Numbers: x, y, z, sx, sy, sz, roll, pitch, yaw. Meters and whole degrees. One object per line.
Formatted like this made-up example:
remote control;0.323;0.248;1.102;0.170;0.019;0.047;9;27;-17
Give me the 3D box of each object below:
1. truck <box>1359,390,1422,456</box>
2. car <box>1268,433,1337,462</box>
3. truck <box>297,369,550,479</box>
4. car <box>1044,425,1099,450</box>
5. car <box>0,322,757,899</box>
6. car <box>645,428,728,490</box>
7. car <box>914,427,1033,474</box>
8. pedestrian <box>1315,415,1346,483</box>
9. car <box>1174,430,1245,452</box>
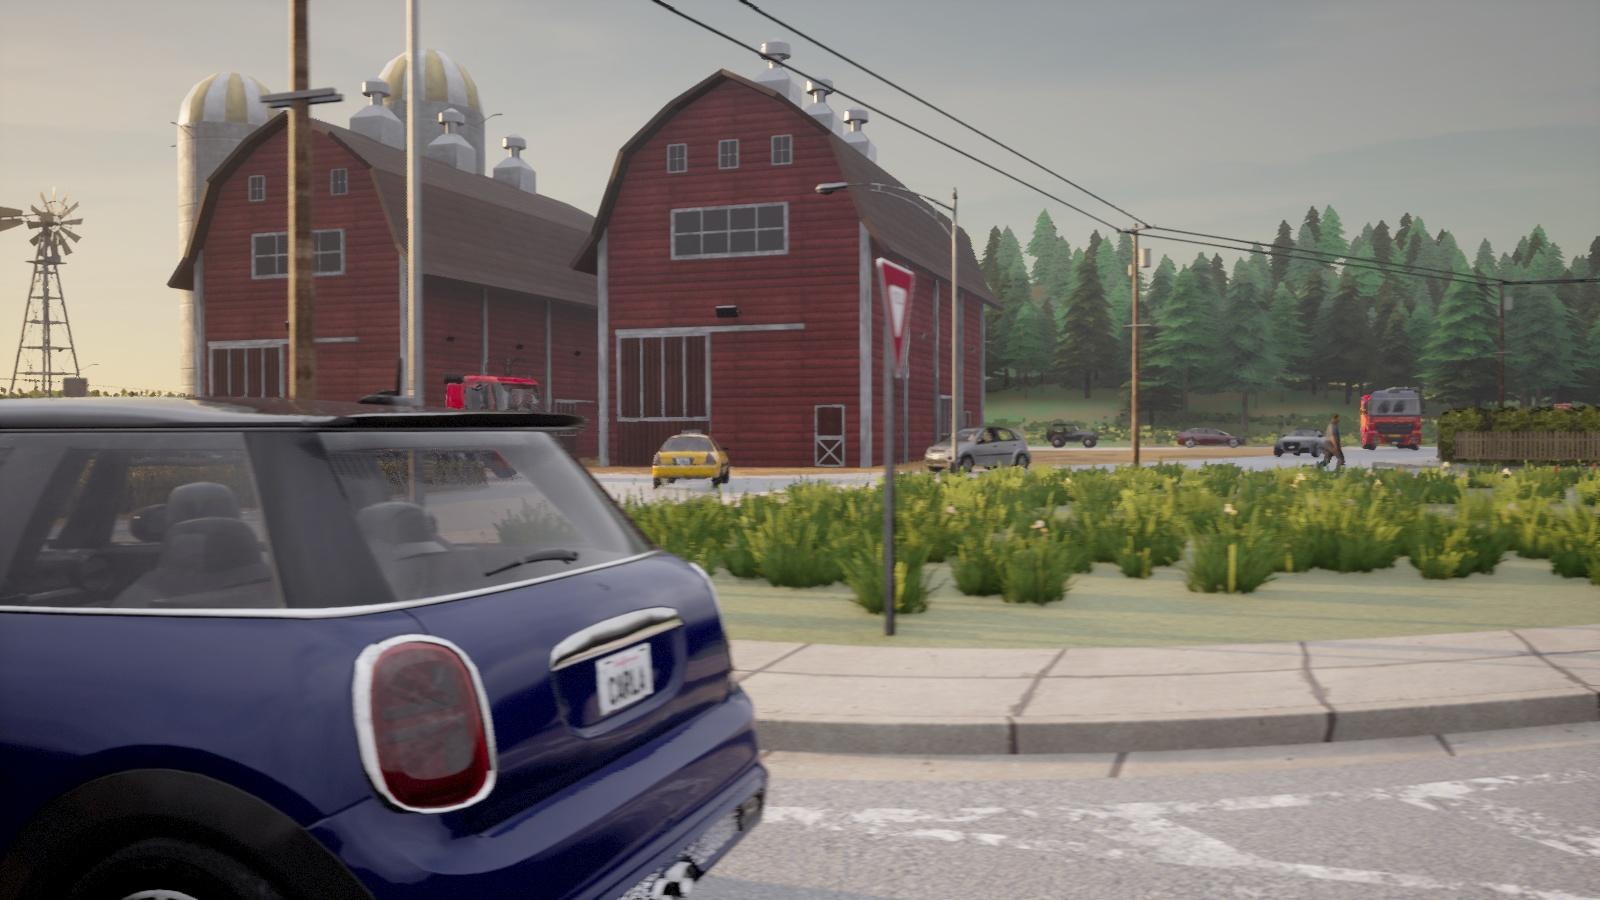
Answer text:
truck;36.390;-1.669;77.649;2.891;3.827;8.468;1;1;21
car;24.759;-0.155;61.811;1.994;1.385;4.181;1;1;39
truck;-12.600;-0.877;42.064;7.936;3.462;2.891;1;1;19
car;20.471;-0.958;94.659;3.866;1.878;1.905;1;1;20
car;-2.643;0.610;4.074;4.553;1.767;2.097;1;1;19
car;-3.068;0.182;34.881;1.801;1.575;5.366;0;1;0
car;6.150;-0.021;44.399;3.988;1.617;1.851;-1;1;-36
pedestrian;14.541;-0.034;34.428;0.694;1.848;0.540;0;1;13
car;29.796;-0.665;91.339;4.792;1.488;2.163;1;1;20
